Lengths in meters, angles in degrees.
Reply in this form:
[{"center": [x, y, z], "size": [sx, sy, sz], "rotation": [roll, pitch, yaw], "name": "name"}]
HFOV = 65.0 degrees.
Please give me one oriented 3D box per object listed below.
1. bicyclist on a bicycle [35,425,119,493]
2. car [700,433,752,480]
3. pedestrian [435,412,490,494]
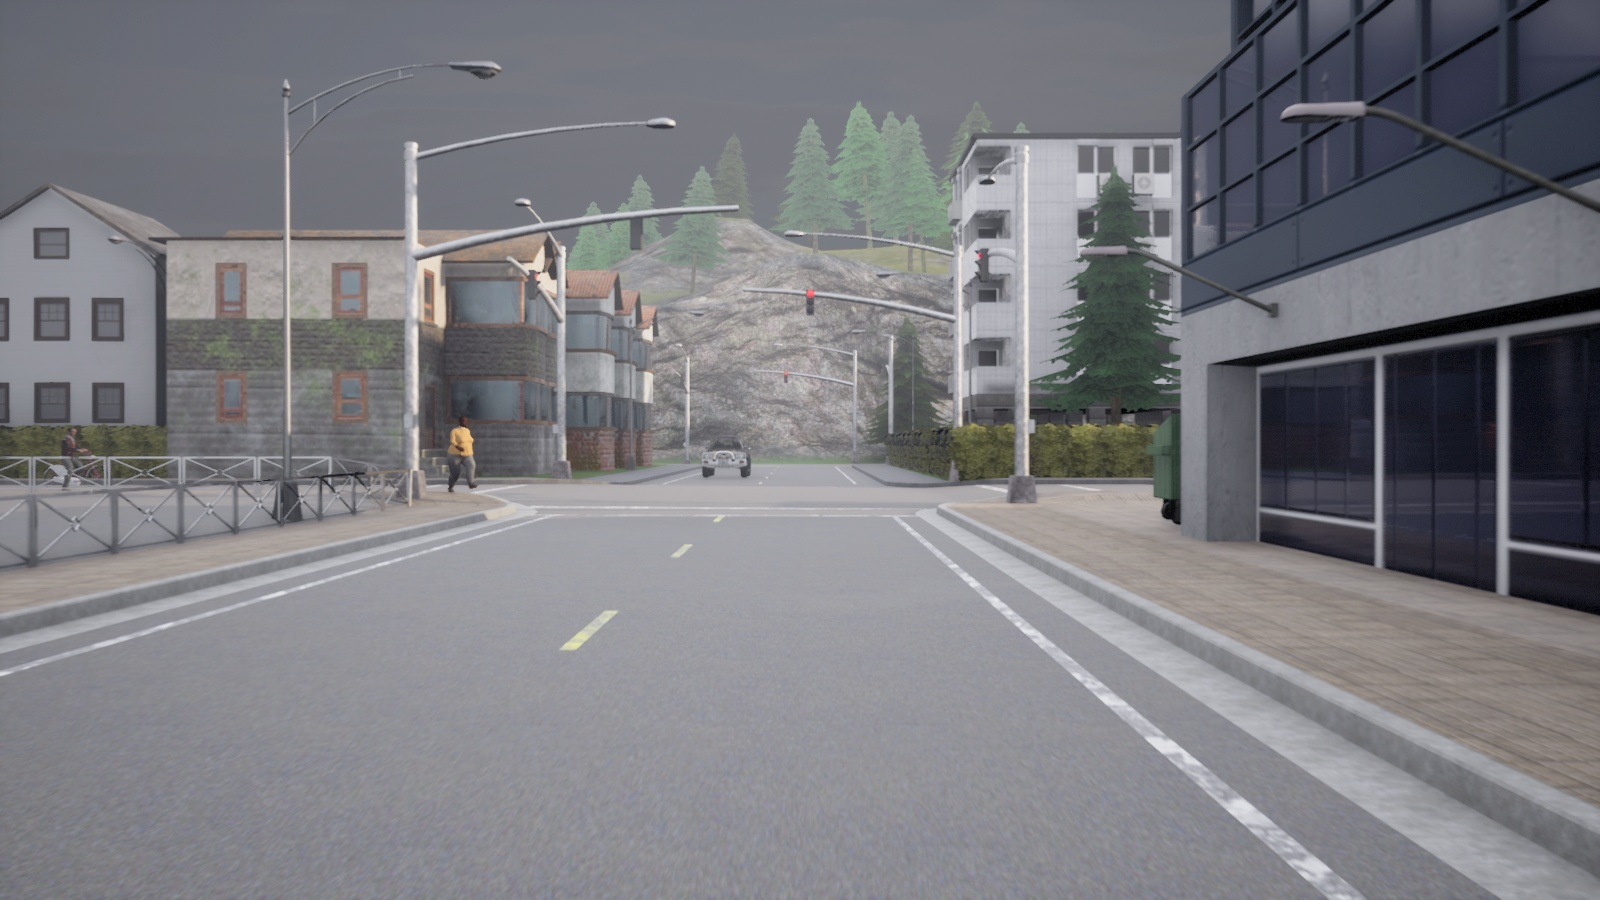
[{"center": [-19.251, 0.237, 33.464], "size": [1.843, 1.776, 0.659], "rotation": [0, 0, 0], "name": "bicyclist on a bicycle"}, {"center": [-3.178, 0.246, 54.678], "size": [1.932, 1.855, 4.605], "rotation": [0, 2, 0], "name": "car"}, {"center": [-7.844, 0.064, 29.176], "size": [0.900, 1.855, 0.874], "rotation": [0, 0, 41], "name": "pedestrian"}]
